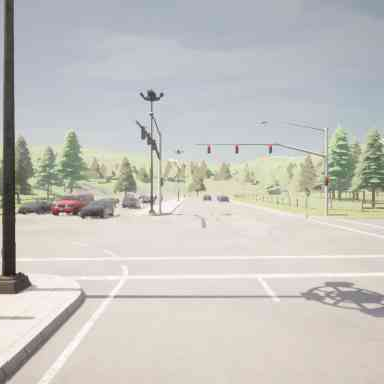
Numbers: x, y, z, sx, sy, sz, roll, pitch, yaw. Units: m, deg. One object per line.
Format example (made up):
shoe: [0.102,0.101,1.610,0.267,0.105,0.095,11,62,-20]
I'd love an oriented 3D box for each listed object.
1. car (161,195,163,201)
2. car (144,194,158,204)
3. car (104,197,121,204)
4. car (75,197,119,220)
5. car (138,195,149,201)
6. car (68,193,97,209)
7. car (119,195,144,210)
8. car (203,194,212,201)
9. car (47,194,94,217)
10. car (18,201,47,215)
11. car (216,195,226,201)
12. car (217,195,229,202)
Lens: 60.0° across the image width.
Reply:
car: [-7.837,1.313,77.296,1.882,1.535,5.008,0,0,1]
car: [-8.002,1.547,61.460,2.033,1.411,5.357,0,0,0]
car: [-14.983,1.601,62.915,1.895,1.301,4.718,0,0,1]
car: [-8.072,1.477,28.729,1.882,1.535,5.008,0,0,0]
car: [-11.325,1.339,77.953,1.994,1.385,4.181,0,0,1]
car: [-15.052,1.224,45.951,2.150,2.045,5.566,0,0,0]
car: [-8.054,1.503,44.219,1.837,1.490,4.892,0,0,0]
car: [3.832,1.355,84.055,2.097,1.767,4.553,0,0,2]
car: [-11.569,1.221,32.211,2.150,2.045,5.566,0,0,0]
car: [-15.544,1.564,33.532,1.994,1.385,4.181,0,0,7]
car: [7.340,1.525,84.312,2.128,1.511,4.902,0,0,2]
car: [7.112,1.478,73.908,1.882,1.535,5.008,0,0,1]
